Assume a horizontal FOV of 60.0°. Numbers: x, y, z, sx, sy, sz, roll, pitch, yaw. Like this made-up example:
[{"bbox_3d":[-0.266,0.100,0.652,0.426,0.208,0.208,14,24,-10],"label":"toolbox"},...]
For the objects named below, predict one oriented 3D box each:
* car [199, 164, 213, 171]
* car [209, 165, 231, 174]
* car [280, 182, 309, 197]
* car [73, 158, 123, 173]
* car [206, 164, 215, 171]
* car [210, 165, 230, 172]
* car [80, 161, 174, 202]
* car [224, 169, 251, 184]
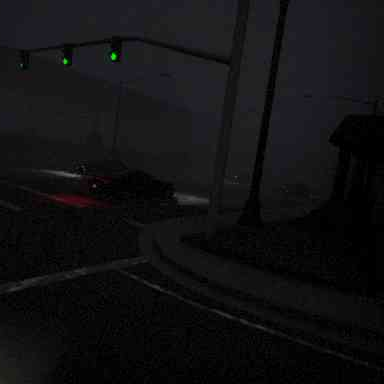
[{"bbox_3d":[1.613,-5.827,75.331,4.536,1.218,1.853,7,6,-10],"label":"car"},{"bbox_3d":[6.985,-5.780,83.816,4.974,1.542,2.038,5,6,-25],"label":"car"},{"bbox_3d":[11.293,-0.307,36.163,1.812,1.442,4.674,12,7,36],"label":"car"},{"bbox_3d":[-7.640,-2.158,28.283,1.837,1.490,4.892,12,7,36],"label":"car"},{"bbox_3d":[4.415,-5.819,79.088,1.853,1.218,4.536,8,6,0],"label":"car"},{"bbox_3d":[6.959,-5.940,83.779,4.536,1.218,1.853,5,6,-25],"label":"car"},{"bbox_3d":[-2.934,-0.413,17.118,1.882,1.535,5.008,12,7,36],"label":"car"},{"bbox_3d":[6.540,-2.257,47.155,2.097,1.767,4.553,12,7,36],"label":"car"}]
